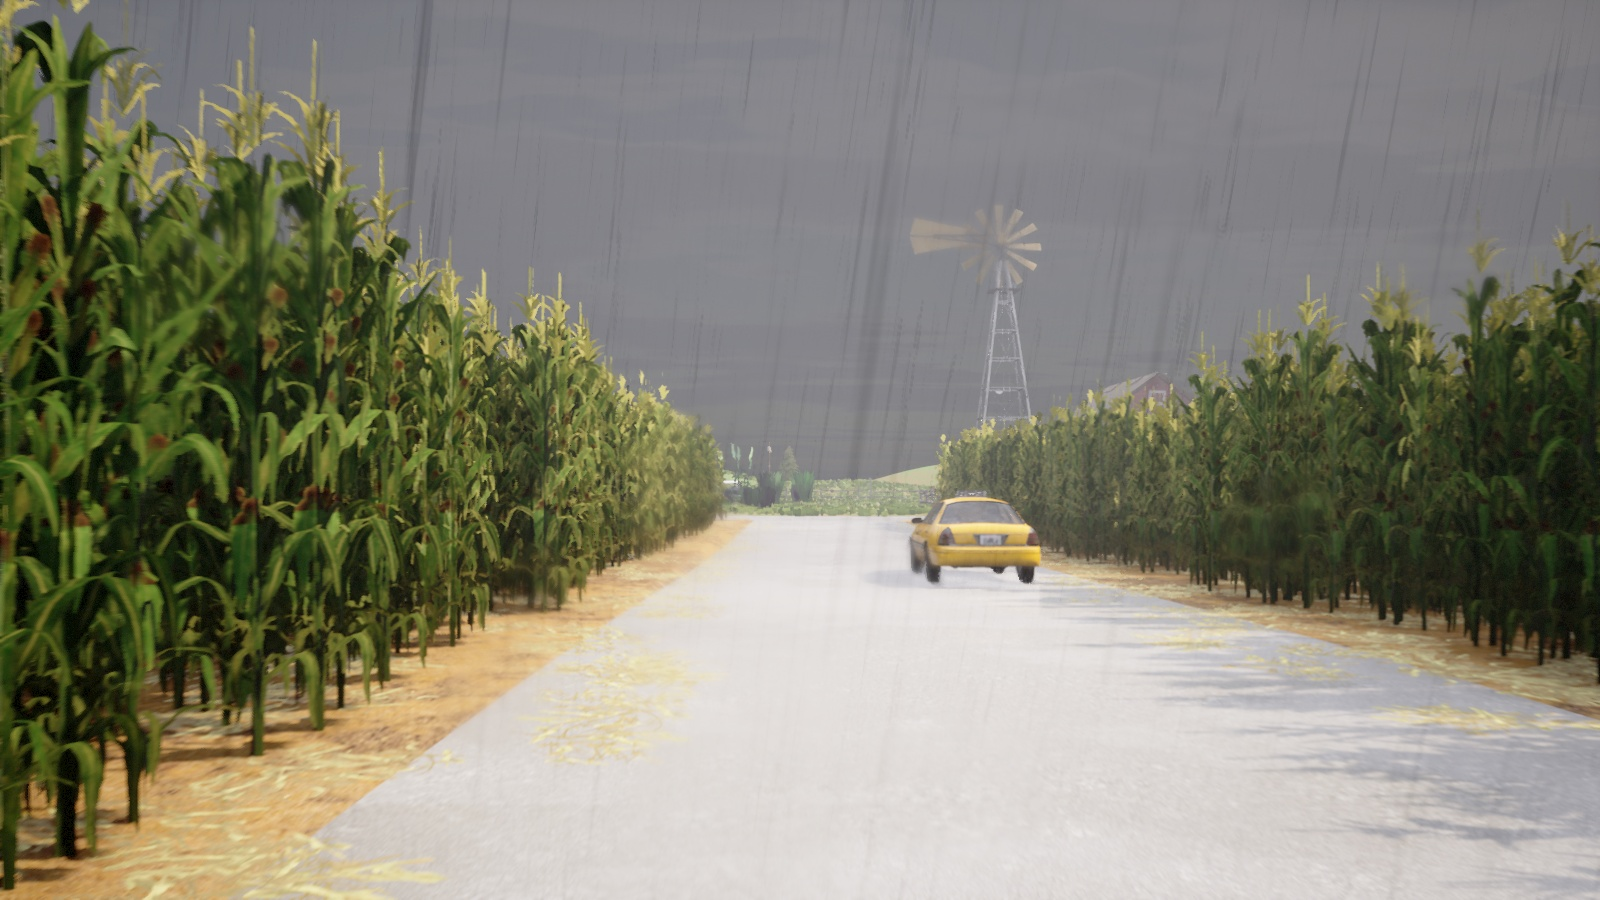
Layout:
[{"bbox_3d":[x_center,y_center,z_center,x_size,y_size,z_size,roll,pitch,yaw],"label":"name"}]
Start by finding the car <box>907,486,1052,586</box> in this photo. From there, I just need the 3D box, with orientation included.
[{"bbox_3d":[3.046,1.464,22.454,1.801,1.575,5.366,0,-2,0],"label":"car"}]
